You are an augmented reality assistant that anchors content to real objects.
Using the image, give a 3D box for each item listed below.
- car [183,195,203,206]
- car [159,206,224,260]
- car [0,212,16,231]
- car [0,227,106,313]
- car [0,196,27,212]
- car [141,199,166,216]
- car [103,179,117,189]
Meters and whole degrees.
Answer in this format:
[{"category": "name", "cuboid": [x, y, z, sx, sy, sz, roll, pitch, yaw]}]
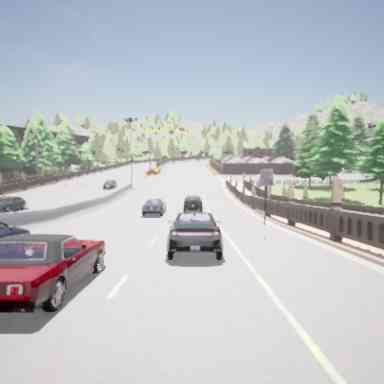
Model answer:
[{"category": "car", "cuboid": [0.098, 1.027, 34.100, 1.882, 1.535, 5.008, 0, 3, 0]}, {"category": "car", "cuboid": [0.100, 1.479, 12.401, 2.128, 1.511, 4.902, 0, 0, 0]}, {"category": "car", "cuboid": [-6.900, 1.554, 10.784, 1.994, 1.385, 4.181, 0, 0, 0]}, {"category": "car", "cuboid": [-3.400, 1.594, 7.558, 1.895, 1.301, 4.718, 0, 0, 0]}, {"category": "car", "cuboid": [-17.588, 1.188, 31.771, 1.837, 1.490, 4.892, 0, 3, 0]}, {"category": "car", "cuboid": [-3.400, 1.297, 30.274, 2.033, 1.411, 5.357, 0, 3, 0]}, {"category": "car", "cuboid": [-14.094, -1.393, 57.389, 2.128, 1.511, 4.902, 0, 7, -3]}]
